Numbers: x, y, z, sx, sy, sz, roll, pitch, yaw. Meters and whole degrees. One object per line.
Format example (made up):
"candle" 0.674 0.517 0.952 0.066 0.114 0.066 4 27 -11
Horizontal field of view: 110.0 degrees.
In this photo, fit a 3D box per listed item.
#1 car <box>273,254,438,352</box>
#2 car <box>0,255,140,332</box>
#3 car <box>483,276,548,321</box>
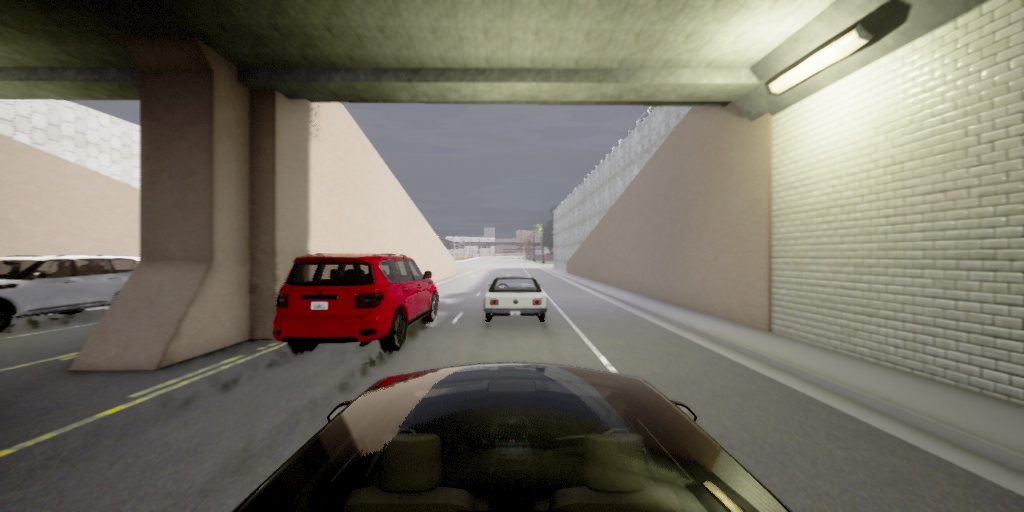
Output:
"car" -3.400 0.972 9.016 2.150 2.045 5.566 0 0 0
"car" -14.101 0.972 10.691 2.150 2.045 5.566 0 0 0
"car" 0.100 1.351 12.422 1.895 1.301 4.718 0 0 0
